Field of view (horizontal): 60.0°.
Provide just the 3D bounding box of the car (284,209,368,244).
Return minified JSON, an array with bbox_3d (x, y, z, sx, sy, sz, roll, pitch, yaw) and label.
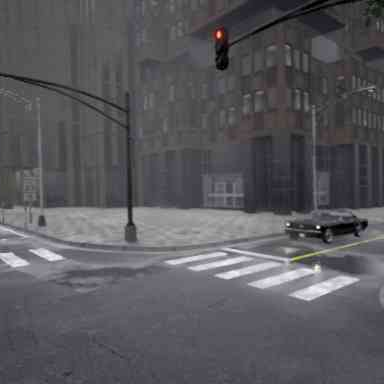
[{"bbox_3d":[6.370,1.515,15.644,4.718,1.301,1.895,-1,0,-40],"label":"car"}]
